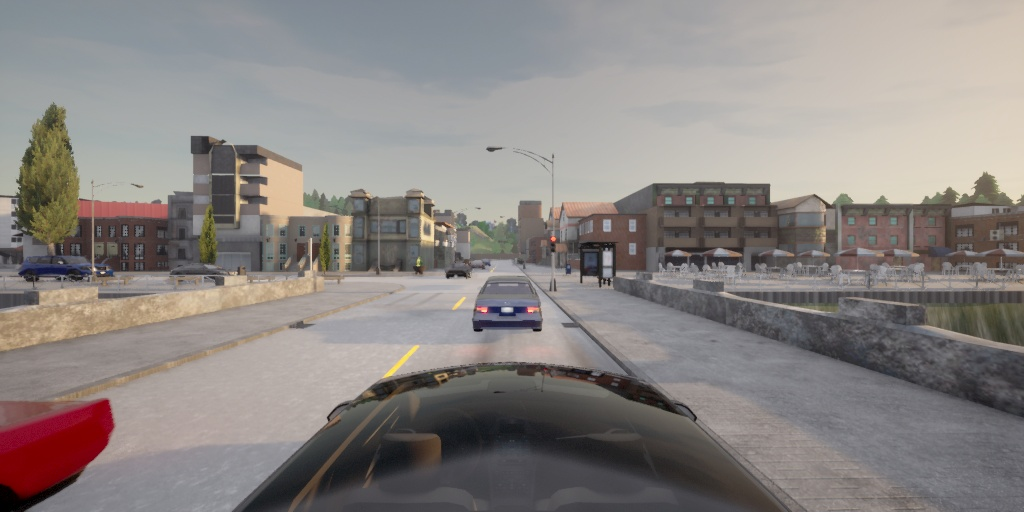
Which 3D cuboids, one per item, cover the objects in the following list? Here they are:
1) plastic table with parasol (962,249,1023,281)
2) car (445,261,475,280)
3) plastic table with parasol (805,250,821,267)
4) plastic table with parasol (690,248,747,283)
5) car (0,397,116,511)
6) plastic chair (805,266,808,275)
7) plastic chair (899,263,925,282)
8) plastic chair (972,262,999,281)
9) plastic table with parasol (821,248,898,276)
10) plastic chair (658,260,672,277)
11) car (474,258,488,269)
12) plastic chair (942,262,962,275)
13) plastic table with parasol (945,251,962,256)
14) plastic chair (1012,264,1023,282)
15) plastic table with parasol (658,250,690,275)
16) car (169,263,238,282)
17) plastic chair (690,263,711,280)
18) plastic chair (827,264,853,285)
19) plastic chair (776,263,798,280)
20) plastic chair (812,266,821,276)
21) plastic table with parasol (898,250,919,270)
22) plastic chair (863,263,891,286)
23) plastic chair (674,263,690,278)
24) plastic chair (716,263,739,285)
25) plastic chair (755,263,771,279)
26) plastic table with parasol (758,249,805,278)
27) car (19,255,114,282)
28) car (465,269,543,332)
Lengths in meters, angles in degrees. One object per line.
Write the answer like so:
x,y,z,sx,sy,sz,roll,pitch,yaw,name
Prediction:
37.353,0.675,27.368,2.482,2.480,2.482,0,0,-1,plastic table with parasol
-4.608,1.351,31.494,1.895,1.301,4.718,0,0,-1,car
29.666,0.675,35.307,2.482,2.480,2.482,0,0,-1,plastic table with parasol
14.759,0.675,25.560,2.482,2.480,2.482,0,0,-1,plastic table with parasol
-4.114,1.351,0.610,1.895,1.301,4.718,0,0,-1,car
28.236,1.279,35.315,0.730,1.272,0.750,0,0,-1,plastic chair
30.069,1.279,26.942,0.750,1.272,0.730,0,0,-1,plastic chair
36.224,1.279,27.438,0.730,1.272,0.750,0,0,-1,plastic chair
23.410,0.675,24.287,2.482,2.480,2.482,0,0,-1,plastic table with parasol
14.163,1.279,33.491,0.730,1.272,0.750,0,0,-1,plastic chair
-4.938,1.276,52.455,1.812,1.442,4.674,0,0,1,car
44.916,1.279,36.679,0.730,1.272,0.750,0,0,-1,plastic chair
46.118,0.675,36.578,2.482,2.480,2.482,0,0,-1,plastic table with parasol
37.384,1.279,26.058,0.750,1.272,0.730,0,0,-1,plastic chair
15.385,0.675,33.391,2.482,2.480,2.482,0,0,-1,plastic table with parasol
-24.344,1.276,28.442,4.674,1.442,1.812,0,0,-1,car
13.487,1.279,25.680,0.730,1.272,0.750,0,0,-1,plastic chair
22.209,1.279,24.318,0.730,1.272,0.750,0,0,-1,plastic chair
22.333,1.279,29.120,0.750,1.272,0.730,0,0,-1,plastic chair
29.358,1.279,33.932,0.750,1.272,0.730,0,0,-1,plastic chair
30.058,0.675,28.222,2.482,2.480,2.482,0,0,-1,plastic table with parasol
23.331,1.279,22.935,0.750,1.272,0.730,0,0,-1,plastic chair
15.285,1.279,32.109,0.750,1.272,0.730,0,0,-1,plastic chair
14.609,1.279,24.297,0.750,1.272,0.730,0,0,-1,plastic chair
21.211,1.279,30.503,0.730,1.272,0.750,0,0,-1,plastic chair
22.412,0.675,30.472,2.482,2.480,2.482,0,0,-1,plastic table with parasol
-35.027,0.972,28.256,5.566,2.045,2.150,0,0,-1,car
-0.119,1.297,10.834,2.033,1.411,5.357,0,0,0,car
